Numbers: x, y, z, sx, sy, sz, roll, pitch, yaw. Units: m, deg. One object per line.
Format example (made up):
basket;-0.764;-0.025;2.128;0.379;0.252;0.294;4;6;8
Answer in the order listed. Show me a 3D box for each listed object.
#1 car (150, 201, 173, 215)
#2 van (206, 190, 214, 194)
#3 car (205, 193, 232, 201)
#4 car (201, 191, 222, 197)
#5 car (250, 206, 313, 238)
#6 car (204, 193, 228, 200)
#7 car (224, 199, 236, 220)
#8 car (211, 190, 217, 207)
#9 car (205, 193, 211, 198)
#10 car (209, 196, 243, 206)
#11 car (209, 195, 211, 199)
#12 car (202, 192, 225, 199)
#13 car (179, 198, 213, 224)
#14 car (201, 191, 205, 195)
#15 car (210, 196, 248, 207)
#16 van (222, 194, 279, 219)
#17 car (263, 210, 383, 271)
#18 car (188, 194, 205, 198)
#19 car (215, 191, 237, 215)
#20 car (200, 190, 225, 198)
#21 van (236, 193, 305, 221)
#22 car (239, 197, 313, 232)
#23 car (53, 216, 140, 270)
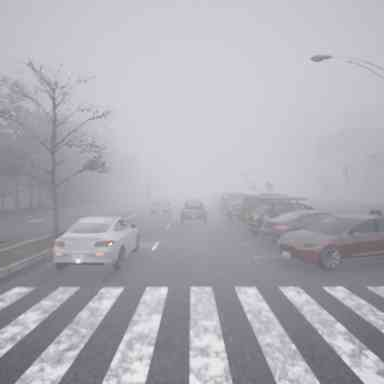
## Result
car;-2.881;1.496;32.632;1.895;1.301;4.718;0;0;0
van;4.995;0.976;52.440;4.442;1.987;1.878;0;1;-20
car;5.134;1.030;64.441;4.792;1.488;2.163;0;1;-20
car;5.297;0.609;91.330;5.366;1.575;1.946;1;0;-20
car;5.073;1.485;13.702;4.674;1.452;2.002;1;0;-20
car;5.106;0.937;70.393;4.674;1.452;2.002;0;1;-20
car;5.077;1.418;22.649;4.892;1.521;2.231;1;0;-20
car;5.118;1.138;31.613;5.566;2.045;2.435;1;0;-20
car;4.923;1.304;43.470;5.366;1.575;1.946;1;1;-20
car;5.093;1.281;49.511;4.674;1.452;2.002;0;1;-20
car;5.066;1.365;40.543;4.792;1.488;2.163;1;1;-20
car;5.126;0.762;79.332;4.892;1.521;2.231;0;1;-20
car;0.116;1.413;24.320;2.128;1.511;4.902;0;0;0
car;4.932;1.049;61.379;5.366;1.575;1.946;0;1;-20
car;5.123;1.309;46.539;4.792;1.488;2.163;1;1;-20
van;4.981;1.172;28.570;4.442;1.987;1.878;1;0;-20
car;5.051;1.483;10.684;4.792;1.488;2.163;1;0;-20
car;0.124;1.329;41.685;2.128;1.511;4.902;0;1;0
car;5.063;1.157;25.617;5.566;2.045;2.435;1;0;-20
car;5.147;0.468;82.330;5.566;2.045;2.435;1;1;-20
van;5.193;1.202;19.709;4.442;1.987;1.878;1;0;-20
car;5.052;1.310;16.674;4.553;1.767;2.185;1;0;-20
car;-2.894;1.492;10.775;1.812;1.442;4.674;0;0;0
